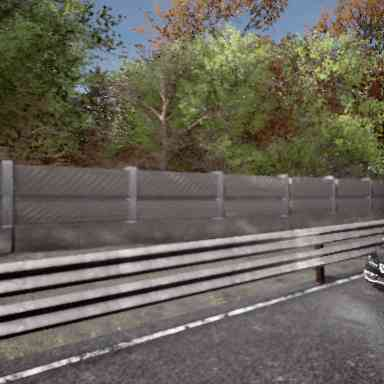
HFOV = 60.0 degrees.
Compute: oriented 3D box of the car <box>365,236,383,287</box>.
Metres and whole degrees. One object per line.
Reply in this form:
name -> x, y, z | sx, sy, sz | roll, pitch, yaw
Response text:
car -> 6.054, 1.432, 7.962 | 4.892, 1.490, 1.837 | -1, 0, -35
